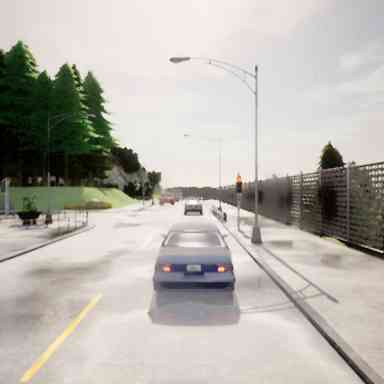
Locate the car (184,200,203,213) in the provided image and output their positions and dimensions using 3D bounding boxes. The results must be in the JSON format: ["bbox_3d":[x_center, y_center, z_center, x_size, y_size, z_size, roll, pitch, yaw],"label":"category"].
[{"bbox_3d":[0.149,1.499,34.360,2.033,1.411,5.357,0,0,0],"label":"car"}]

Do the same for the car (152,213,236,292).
[{"bbox_3d":[0.061,1.535,9.036,2.033,1.411,5.357,0,0,1],"label":"car"}]

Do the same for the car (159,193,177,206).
[{"bbox_3d":[-3.994,1.146,53.354,2.150,2.045,5.566,0,0,1],"label":"car"}]

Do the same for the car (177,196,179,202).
[{"bbox_3d":[-3.891,1.260,69.014,2.097,1.767,4.553,0,0,0],"label":"car"}]
